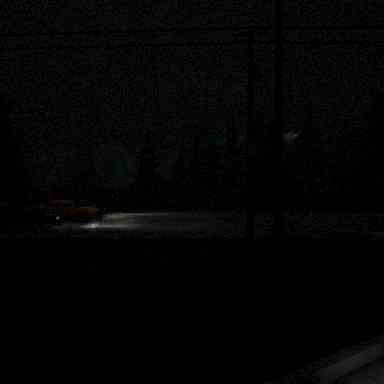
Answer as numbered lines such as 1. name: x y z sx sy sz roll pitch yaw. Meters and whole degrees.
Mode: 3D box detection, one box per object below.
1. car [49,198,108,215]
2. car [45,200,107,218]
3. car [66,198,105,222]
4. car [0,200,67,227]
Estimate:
1. car: -10.775 1.364 31.767 4.902 1.511 2.128 0 0 1
2. car: -9.778 1.412 28.258 4.674 1.442 1.812 0 0 1
3. car: -9.350 1.376 24.734 5.008 1.535 1.882 0 0 1
4. car: -11.011 1.399 21.269 4.902 1.511 2.128 0 0 1
